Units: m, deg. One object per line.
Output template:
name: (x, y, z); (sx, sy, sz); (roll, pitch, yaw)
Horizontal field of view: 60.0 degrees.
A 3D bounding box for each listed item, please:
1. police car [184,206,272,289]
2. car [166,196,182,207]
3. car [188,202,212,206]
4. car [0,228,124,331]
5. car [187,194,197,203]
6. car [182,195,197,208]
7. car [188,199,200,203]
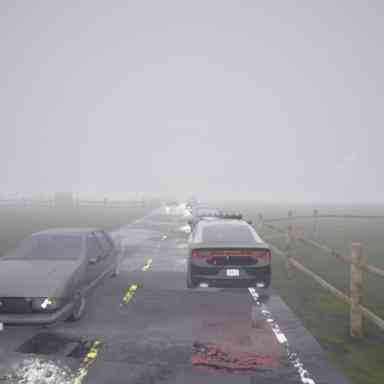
police car: (0.826, 1.424, 9.319); (1.930, 1.638, 5.238); (0, 0, 0)
car: (-2.834, 1.592, 49.776); (1.895, 1.301, 4.718); (0, 0, 0)
car: (0.829, 1.523, 19.209); (1.812, 1.442, 4.674); (0, 0, 0)
car: (-2.848, 1.547, 7.438); (2.033, 1.411, 5.357); (0, 0, 0)
car: (0.018, 1.336, 66.929); (2.097, 1.767, 4.553); (0, 0, 0)
car: (0.039, 1.540, 45.761); (2.033, 1.411, 5.357); (0, 0, 1)
car: (0.830, 1.523, 25.209); (1.812, 1.442, 4.674); (0, 0, 0)
